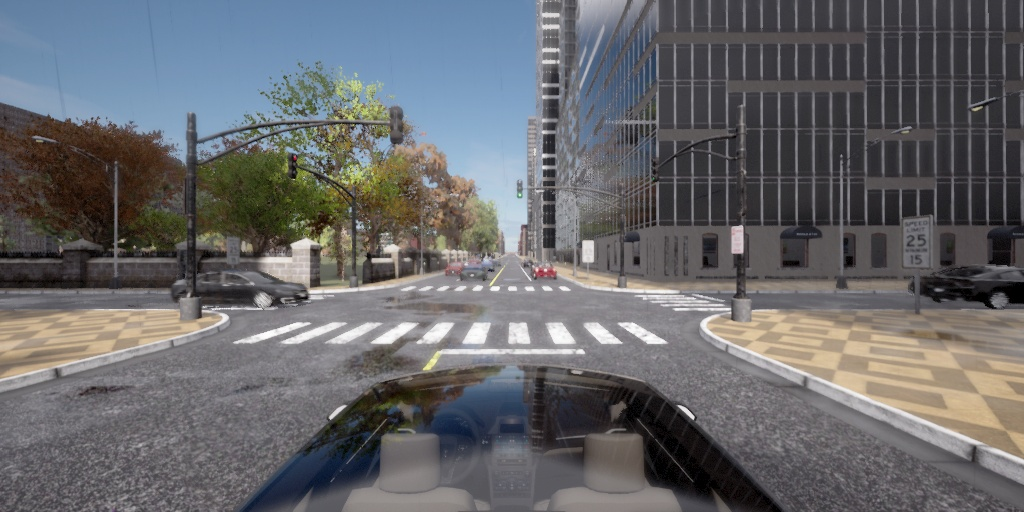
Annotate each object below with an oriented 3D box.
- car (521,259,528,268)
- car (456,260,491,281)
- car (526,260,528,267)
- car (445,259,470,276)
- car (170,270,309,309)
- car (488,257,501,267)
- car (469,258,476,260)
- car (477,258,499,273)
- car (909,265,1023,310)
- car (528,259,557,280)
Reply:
[{"bbox_3d":[2.756,1.307,59.298,1.948,1.339,4.313,0,0,0],"label":"car"},{"bbox_3d":[-3.068,1.311,29.544,1.994,1.385,4.181,0,0,0],"label":"car"},{"bbox_3d":[2.730,1.313,36.573,1.948,1.339,4.313,0,0,0],"label":"car"},{"bbox_3d":[-5.651,1.292,36.580,1.888,1.381,4.507,0,0,0],"label":"car"},{"bbox_3d":[-10.795,1.320,14.392,4.892,1.490,1.837,0,0,1],"label":"car"},{"bbox_3d":[-2.930,1.313,64.070,1.994,1.385,4.181,0,0,0],"label":"car"},{"bbox_3d":[-5.645,1.297,42.263,2.007,1.370,4.403,0,0,0],"label":"car"},{"bbox_3d":[-3.050,1.294,43.915,2.033,1.411,5.357,0,0,0],"label":"car"},{"bbox_3d":[18.896,1.160,13.733,5.008,1.535,1.882,0,0,1],"label":"car"},{"bbox_3d":[2.724,1.188,30.892,1.967,1.591,4.097,0,0,0],"label":"car"}]
